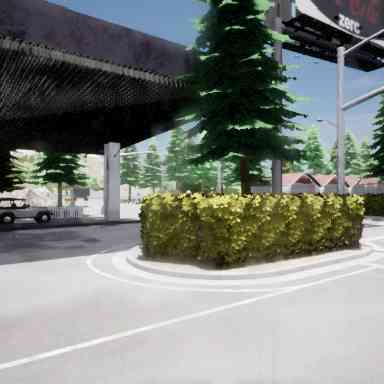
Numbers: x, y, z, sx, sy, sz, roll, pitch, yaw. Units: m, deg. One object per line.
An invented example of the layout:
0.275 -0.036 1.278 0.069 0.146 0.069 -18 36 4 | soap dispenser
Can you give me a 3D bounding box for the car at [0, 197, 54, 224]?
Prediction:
-11.983 1.313 23.471 3.866 1.878 1.905 0 0 -36 | car
